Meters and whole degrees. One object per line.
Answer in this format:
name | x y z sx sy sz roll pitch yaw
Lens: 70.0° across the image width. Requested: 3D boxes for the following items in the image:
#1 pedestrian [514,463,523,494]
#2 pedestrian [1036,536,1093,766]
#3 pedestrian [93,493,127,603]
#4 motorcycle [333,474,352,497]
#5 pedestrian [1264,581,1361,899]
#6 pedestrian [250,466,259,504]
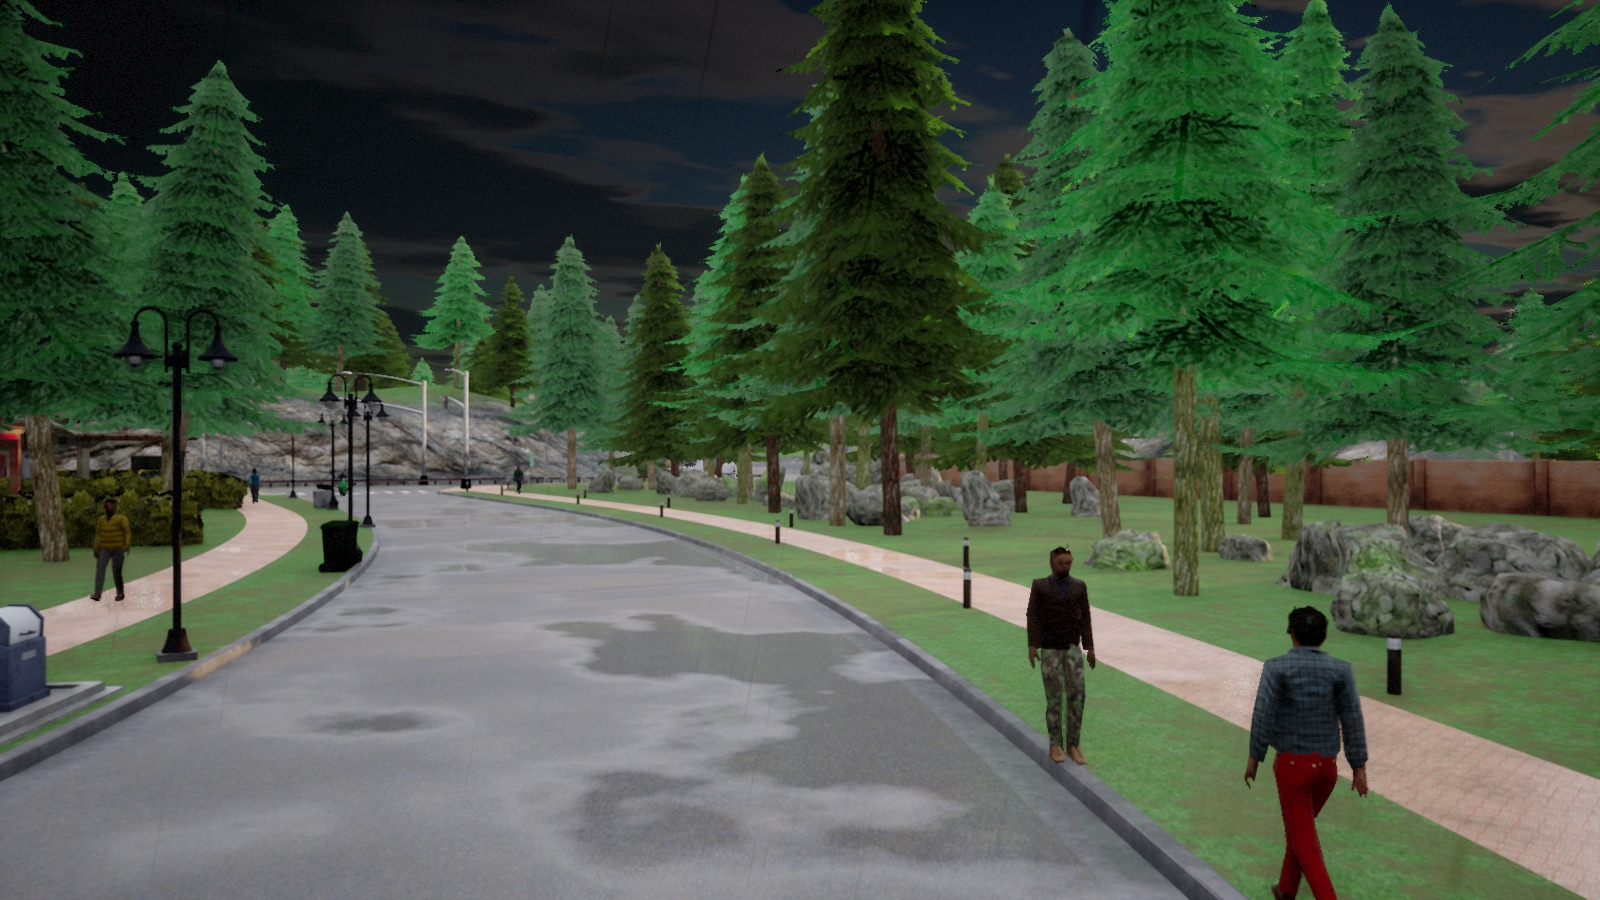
pedestrian | -16.793 1.705 68.164 0.375 1.860 0.375 0 0 -36
pedestrian | 2.215 1.669 9.598 0.375 1.860 0.375 0 0 -4
pedestrian | -11.859 1.674 19.645 0.375 1.860 0.375 0 0 -6
motorcycle | -27.705 2.138 69.211 0.856 1.334 1.805 1 0 -28
pedestrian | 2.790 1.669 6.242 0.375 1.860 0.375 0 0 4
pedestrian | -26.705 1.695 55.950 0.375 1.860 0.375 0 0 -32
